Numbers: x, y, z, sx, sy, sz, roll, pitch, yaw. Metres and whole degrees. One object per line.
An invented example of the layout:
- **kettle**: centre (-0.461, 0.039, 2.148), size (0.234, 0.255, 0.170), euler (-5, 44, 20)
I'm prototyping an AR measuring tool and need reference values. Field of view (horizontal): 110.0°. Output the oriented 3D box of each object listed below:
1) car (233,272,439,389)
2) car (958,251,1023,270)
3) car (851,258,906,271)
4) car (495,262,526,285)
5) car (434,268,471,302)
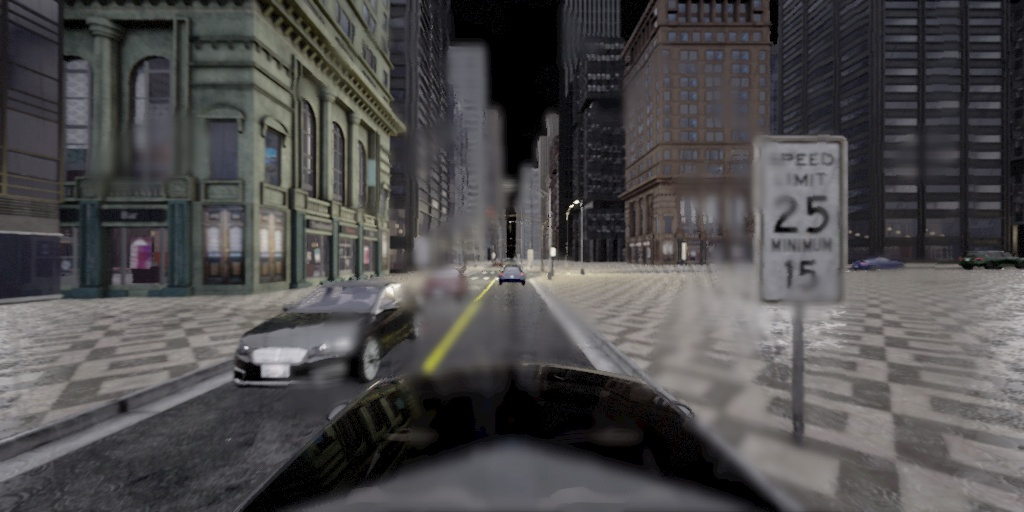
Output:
- **car**: centre (-3.098, 1.253, 7.168), size (2.128, 1.511, 4.902), euler (0, 0, 0)
- **car**: centre (51.288, 0.491, 38.274), size (5.566, 2.045, 2.150), euler (0, 0, 0)
- **car**: centre (39.015, 0.909, 38.233), size (4.674, 1.442, 1.812), euler (-1, 0, 0)
- **car**: centre (0.020, 1.372, 26.612), size (1.994, 1.385, 4.181), euler (0, 0, 1)
- **car**: centre (-3.091, 1.311, 17.474), size (1.812, 1.442, 4.674), euler (0, 0, 0)
